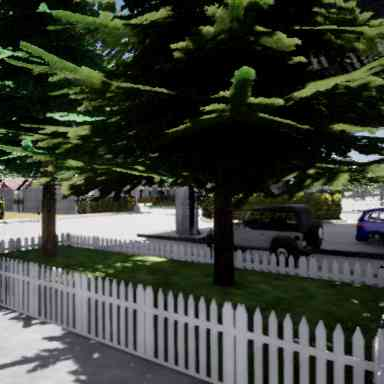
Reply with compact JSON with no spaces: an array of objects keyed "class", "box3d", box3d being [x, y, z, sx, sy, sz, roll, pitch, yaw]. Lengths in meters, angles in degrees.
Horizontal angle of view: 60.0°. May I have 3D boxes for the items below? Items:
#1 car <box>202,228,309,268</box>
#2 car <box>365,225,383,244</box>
[{"class":"car","box3d":[2.399,1.364,11.406,3.866,1.878,1.905,-1,0,35]},{"class":"car","box3d":[9.198,1.484,13.566,4.611,1.667,2.242,-1,0,35]}]
